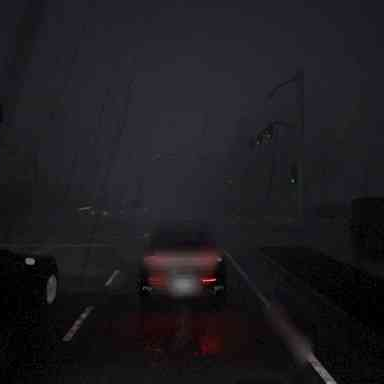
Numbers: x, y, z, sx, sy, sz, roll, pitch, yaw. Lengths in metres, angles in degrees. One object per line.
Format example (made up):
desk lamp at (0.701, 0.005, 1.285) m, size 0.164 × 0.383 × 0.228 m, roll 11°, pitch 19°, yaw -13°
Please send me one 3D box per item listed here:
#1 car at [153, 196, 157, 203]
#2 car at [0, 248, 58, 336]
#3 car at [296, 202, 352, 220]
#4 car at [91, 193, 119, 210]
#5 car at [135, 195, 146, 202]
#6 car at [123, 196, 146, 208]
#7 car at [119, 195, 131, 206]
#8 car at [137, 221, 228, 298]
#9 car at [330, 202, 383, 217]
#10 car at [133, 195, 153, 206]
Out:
car at (-8.259, 1.521, 67.726) m, size 1.812 × 1.442 × 4.674 m, roll 0°, pitch 0°, yaw 0°
car at (-3.612, 1.477, 4.854) m, size 1.882 × 1.535 × 5.008 m, roll 0°, pitch 0°, yaw -2°
car at (11.395, 1.545, 27.211) m, size 5.357 × 1.411 × 2.033 m, roll 0°, pitch 0°, yaw 0°
car at (-11.435, 1.218, 43.420) m, size 2.150 × 2.045 × 5.566 m, roll 0°, pitch 0°, yaw -2°
car at (-11.919, 1.457, 77.811) m, size 1.882 × 1.535 × 5.008 m, roll 0°, pitch 0°, yaw -1°
car at (-7.977, 1.597, 46.483) m, size 1.895 × 1.301 × 4.718 m, roll 0°, pitch 0°, yaw -1°
car at (-11.587, 1.501, 53.248) m, size 1.837 × 1.490 × 4.892 m, roll 0°, pitch 0°, yaw -1°
car at (-0.245, 1.491, 8.518) m, size 2.128 × 1.511 × 4.902 m, roll 0°, pitch 0°, yaw -2°
car at (15.467, 1.599, 30.676) m, size 4.718 × 1.301 × 1.895 m, roll 0°, pitch 0°, yaw 0°
car at (-8.115, 1.560, 55.250) m, size 1.994 × 1.385 × 4.181 m, roll 0°, pitch 0°, yaw -1°
